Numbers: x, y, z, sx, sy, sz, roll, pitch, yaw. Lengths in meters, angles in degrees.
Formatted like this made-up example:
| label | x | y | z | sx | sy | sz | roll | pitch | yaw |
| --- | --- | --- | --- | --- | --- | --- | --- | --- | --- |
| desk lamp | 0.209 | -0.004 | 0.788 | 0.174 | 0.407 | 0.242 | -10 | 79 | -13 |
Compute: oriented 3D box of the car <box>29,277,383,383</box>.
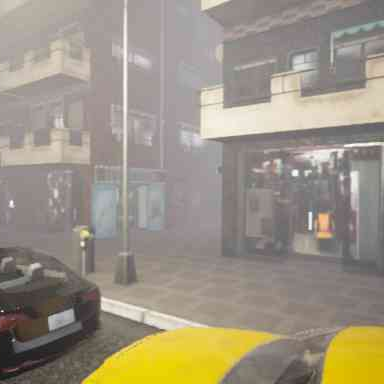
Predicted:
| label | x | y | z | sx | sy | sz | roll | pitch | yaw |
| --- | --- | --- | --- | --- | --- | --- | --- | --- | --- |
| car | 1.207 | 1.500 | 2.006 | 4.829 | 1.417 | 1.752 | 0 | 1 | 35 |

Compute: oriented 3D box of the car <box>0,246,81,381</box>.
| label | x | y | z | sx | sy | sz | roll | pitch | yaw |
| --- | --- | --- | --- | --- | --- | --- | --- | --- | --- |
| car | -3.239 | 1.540 | 5.127 | 4.313 | 1.339 | 1.947 | 0 | 1 | 35 |
